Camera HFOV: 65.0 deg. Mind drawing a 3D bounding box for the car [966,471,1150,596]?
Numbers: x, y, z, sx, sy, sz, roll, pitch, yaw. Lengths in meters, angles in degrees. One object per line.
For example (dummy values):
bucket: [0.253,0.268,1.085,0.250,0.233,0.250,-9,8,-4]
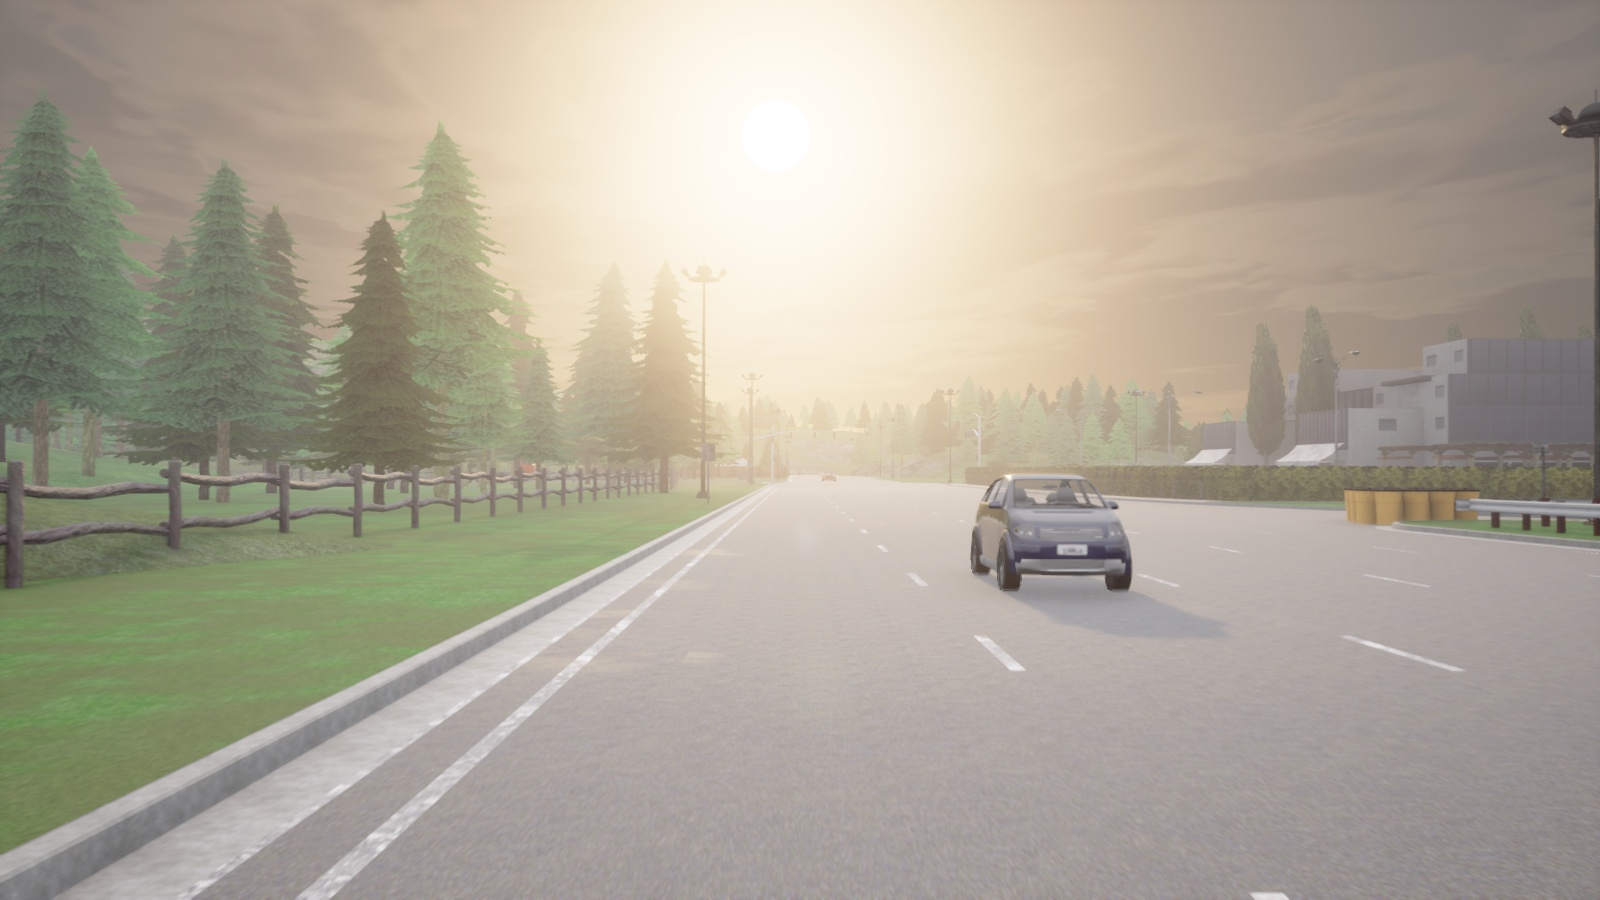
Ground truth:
car: [3.459,1.073,17.532,1.789,1.549,3.705,0,-1,0]
